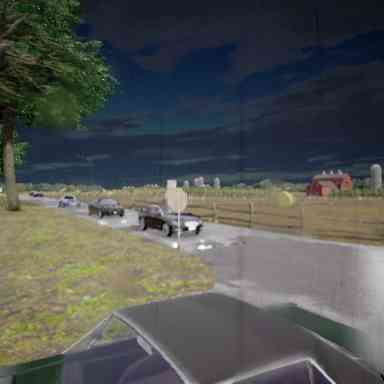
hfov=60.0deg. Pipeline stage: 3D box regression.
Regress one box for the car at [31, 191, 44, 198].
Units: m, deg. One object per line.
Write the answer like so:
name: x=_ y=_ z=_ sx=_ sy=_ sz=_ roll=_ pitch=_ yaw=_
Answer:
car: x=-38.976 y=0.662 z=84.486 sx=1.882 sy=1.535 sz=5.008 roll=0 pitch=1 yaw=-32

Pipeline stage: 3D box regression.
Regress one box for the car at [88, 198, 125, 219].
car: x=-7.020 y=1.232 z=26.911 sx=1.882 sy=1.535 sz=5.008 roll=0 pitch=1 yaw=-32

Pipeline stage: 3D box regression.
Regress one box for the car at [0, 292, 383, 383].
car: x=-0.220 y=1.618 z=2.394 sx=4.718 sy=1.301 sz=1.895 roll=1 pitch=-1 yaw=-31

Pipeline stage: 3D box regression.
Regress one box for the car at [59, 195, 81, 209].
car: x=-14.335 y=1.130 z=38.884 sx=1.812 sy=1.442 sz=4.674 roll=0 pitch=1 yaw=-31

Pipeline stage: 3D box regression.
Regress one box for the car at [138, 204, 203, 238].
car: x=-1.254 y=1.385 z=17.501 sx=2.128 sy=1.511 sz=4.902 roll=0 pitch=1 yaw=-31
